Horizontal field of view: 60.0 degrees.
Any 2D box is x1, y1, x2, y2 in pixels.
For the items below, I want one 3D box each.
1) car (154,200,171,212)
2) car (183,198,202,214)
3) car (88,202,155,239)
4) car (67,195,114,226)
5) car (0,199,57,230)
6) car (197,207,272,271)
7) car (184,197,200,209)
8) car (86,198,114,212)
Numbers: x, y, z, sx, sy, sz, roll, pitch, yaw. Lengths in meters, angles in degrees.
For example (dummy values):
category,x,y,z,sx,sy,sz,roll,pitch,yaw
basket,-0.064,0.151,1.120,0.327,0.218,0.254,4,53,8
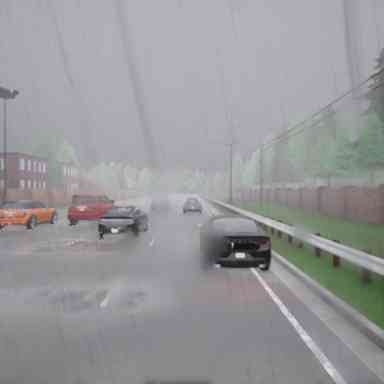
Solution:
category,x,y,z,sx,sy,sz,roll,pitch,yaw
car,-3.386,1.553,37.151,1.895,1.301,4.718,0,0,0
car,0.060,1.519,34.979,1.994,1.385,4.181,0,0,0
car,-3.393,1.470,17.027,2.128,1.511,4.902,0,0,0
car,-6.892,1.191,23.449,2.150,2.045,5.566,0,0,0
car,-10.392,1.325,21.240,2.097,1.767,4.553,0,0,0
car,1.230,1.464,10.937,1.882,1.535,5.008,0,0,0
car,0.027,1.490,45.005,2.033,1.411,5.357,0,0,0
car,-10.386,1.454,37.851,1.837,1.490,4.892,0,-1,0
